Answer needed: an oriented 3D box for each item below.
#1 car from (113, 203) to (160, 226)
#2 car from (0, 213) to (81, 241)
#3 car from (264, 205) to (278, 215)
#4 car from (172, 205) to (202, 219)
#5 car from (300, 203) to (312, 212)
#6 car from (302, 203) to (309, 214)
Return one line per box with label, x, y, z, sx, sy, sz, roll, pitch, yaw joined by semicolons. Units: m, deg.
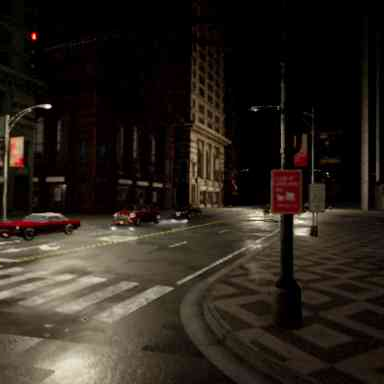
car;-4.574;1.826;27.852;2.097;1.767;4.553;0;-1;24
car;-8.558;1.879;18.763;1.895;1.301;4.718;0;-1;21
car;11.790;2.554;48.506;1.994;1.385;4.181;0;-1;23
car;-0.488;2.167;37.167;2.128;1.511;4.902;0;-1;24
car;21.487;2.851;62.560;1.812;1.442;4.674;0;-1;23
car;16.532;2.608;51.241;1.812;1.442;4.674;0;-1;24
